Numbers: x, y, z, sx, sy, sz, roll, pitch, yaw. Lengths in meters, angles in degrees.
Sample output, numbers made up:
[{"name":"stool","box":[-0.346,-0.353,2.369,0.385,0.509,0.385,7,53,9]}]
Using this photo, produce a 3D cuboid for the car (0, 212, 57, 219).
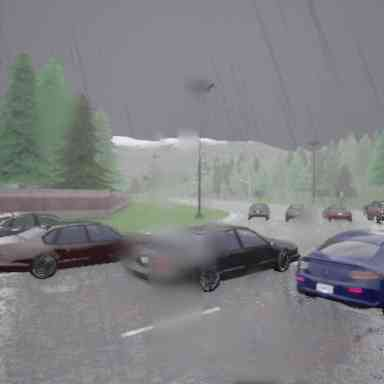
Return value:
[{"name":"car","box":[-5.888,1.546,12.731,4.892,1.490,1.837,1,-1,-38]}]

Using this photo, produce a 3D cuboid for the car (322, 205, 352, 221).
[{"name":"car","box":[13.000,1.840,30.008,1.994,1.385,4.181,0,0,14]}]

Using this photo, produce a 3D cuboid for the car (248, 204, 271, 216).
[{"name":"car","box":[6.249,1.786,30.896,2.033,1.411,5.357,0,0,14]}]

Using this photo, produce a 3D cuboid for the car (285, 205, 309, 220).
[{"name":"car","box":[9.354,1.815,29.712,1.994,1.385,4.181,0,0,16]}]

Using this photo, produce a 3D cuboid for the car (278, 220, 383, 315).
[{"name":"car","box":[4.135,1.600,7.520,4.674,1.442,1.812,1,0,-41]}]

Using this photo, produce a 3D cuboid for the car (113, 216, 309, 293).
[{"name":"car","box":[0.821,1.611,9.121,5.357,1.411,2.033,1,0,-42]}]

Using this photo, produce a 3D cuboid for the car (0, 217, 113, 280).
[{"name":"car","box":[-3.365,1.590,10.149,5.357,1.411,2.033,1,0,-40]}]

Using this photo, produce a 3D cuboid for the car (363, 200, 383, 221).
[{"name":"car","box":[15.950,1.631,27.523,2.097,1.767,4.553,0,0,16]}]

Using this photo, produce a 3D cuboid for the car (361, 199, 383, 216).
[{"name":"car","box":[21.267,1.729,37.575,2.097,1.767,4.553,0,0,1]}]
